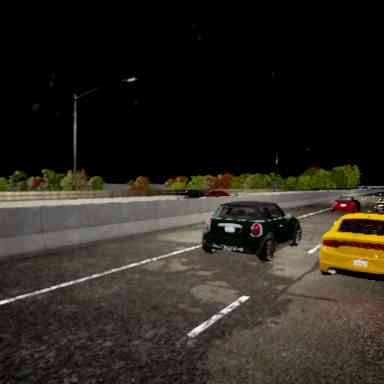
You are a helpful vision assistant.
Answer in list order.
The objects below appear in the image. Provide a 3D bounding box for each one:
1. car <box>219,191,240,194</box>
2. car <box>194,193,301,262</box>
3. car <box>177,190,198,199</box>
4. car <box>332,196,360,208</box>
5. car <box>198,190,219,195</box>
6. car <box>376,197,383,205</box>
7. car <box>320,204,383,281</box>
[{"bbox_3d":[5.084,0.758,35.893,1.895,1.301,4.718,2,2,32],"label":"car"},{"bbox_3d":[2.244,1.088,11.466,2.097,1.767,4.553,2,2,32],"label":"car"},{"bbox_3d":[0.010,0.443,40.939,1.812,1.442,4.674,2,2,33],"label":"car"},{"bbox_3d":[13.874,1.067,29.794,1.994,1.385,4.181,2,2,32],"label":"car"},{"bbox_3d":[2.971,0.554,39.081,1.812,1.442,4.674,2,2,33],"label":"car"},{"bbox_3d":[14.854,1.146,24.806,2.128,1.511,4.902,2,2,32],"label":"car"},{"bbox_3d":[4.904,1.331,9.135,1.882,1.535,5.008,2,2,32],"label":"car"}]
